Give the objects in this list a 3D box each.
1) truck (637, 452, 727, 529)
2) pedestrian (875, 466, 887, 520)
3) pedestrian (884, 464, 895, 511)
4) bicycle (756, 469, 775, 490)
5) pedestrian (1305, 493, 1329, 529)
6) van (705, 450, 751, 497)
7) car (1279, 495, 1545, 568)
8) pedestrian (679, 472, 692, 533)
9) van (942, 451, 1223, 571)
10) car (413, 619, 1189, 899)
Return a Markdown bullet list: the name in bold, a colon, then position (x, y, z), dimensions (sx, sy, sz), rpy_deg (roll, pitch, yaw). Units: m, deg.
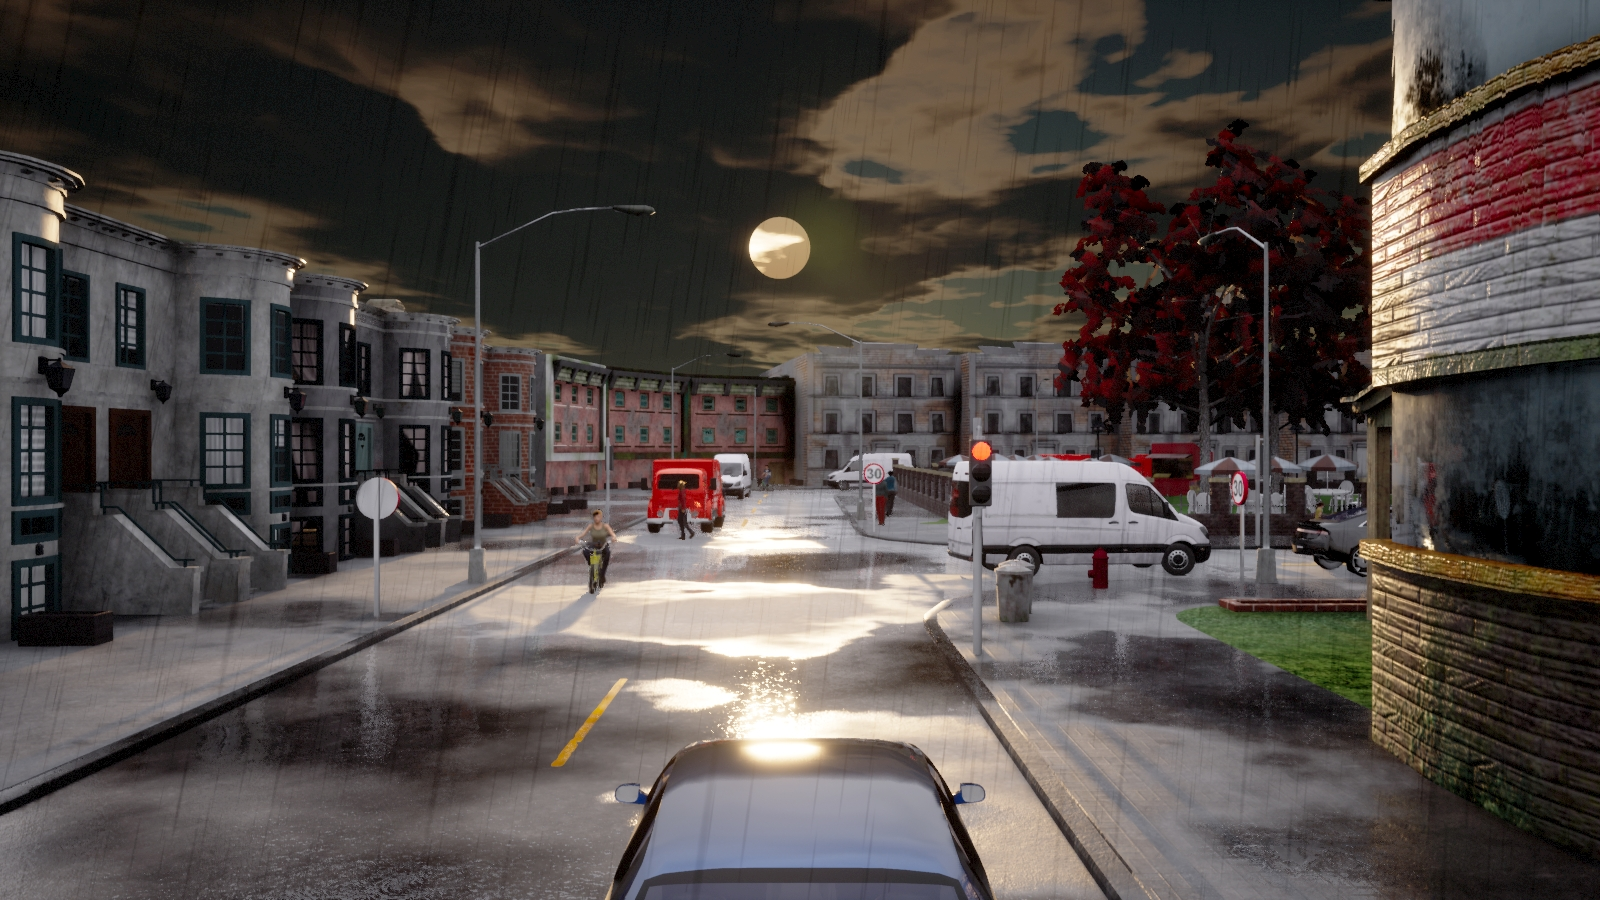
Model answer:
- **truck**: position (-4.014, 1.331, 39.955), dimensions (2.627, 2.467, 5.204), rpy_deg (0, 0, 0)
- **pedestrian**: position (2.827, 1.501, 39.960), dimensions (0.375, 1.860, 0.375), rpy_deg (0, 0, 10)
- **pedestrian**: position (3.587, 1.500, 45.708), dimensions (0.375, 1.860, 0.375), rpy_deg (0, 0, 10)
- **bicycle**: position (-2.242, 1.910, 74.191), dimensions (0.373, 1.296, 1.643), rpy_deg (0, 1, 34)
- **pedestrian**: position (15.979, 1.882, 35.299), dimensions (0.500, 1.100, 0.500), rpy_deg (0, 0, -1)
- **van**: position (-4.040, 1.290, 65.403), dimensions (1.988, 2.561, 5.915), rpy_deg (0, 0, 3)
- **car**: position (13.778, 1.817, 25.951), dimensions (4.902, 1.511, 2.128), rpy_deg (0, 0, -1)
- **pedestrian**: position (-3.516, 1.615, 35.036), dimensions (0.375, 1.860, 0.375), rpy_deg (0, 0, 0)
- **van**: position (6.389, 1.304, 26.031), dimensions (5.915, 2.561, 1.988), rpy_deg (0, 0, -11)
- **car**: position (-0.001, 1.884, 5.268), dimensions (2.033, 1.411, 5.357), rpy_deg (0, 0, 0)
